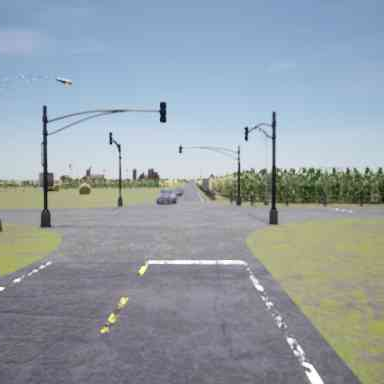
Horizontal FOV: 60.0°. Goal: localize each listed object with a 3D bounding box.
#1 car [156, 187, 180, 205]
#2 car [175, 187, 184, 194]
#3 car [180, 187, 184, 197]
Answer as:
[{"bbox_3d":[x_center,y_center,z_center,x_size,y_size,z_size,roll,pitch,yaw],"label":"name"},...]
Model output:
[{"bbox_3d":[-2.720,0.390,36.132,2.097,1.767,4.553,0,1,-1],"label":"car"},{"bbox_3d":[-2.726,-0.414,73.049,1.837,1.490,4.892,0,2,0],"label":"car"},{"bbox_3d":[-2.745,0.096,57.361,1.994,1.385,4.181,0,2,0],"label":"car"}]
